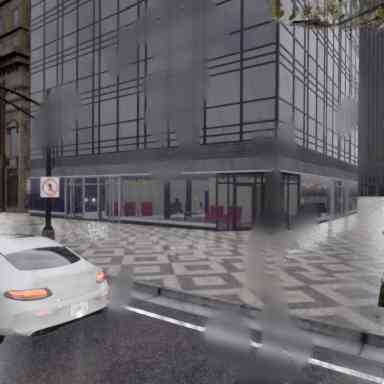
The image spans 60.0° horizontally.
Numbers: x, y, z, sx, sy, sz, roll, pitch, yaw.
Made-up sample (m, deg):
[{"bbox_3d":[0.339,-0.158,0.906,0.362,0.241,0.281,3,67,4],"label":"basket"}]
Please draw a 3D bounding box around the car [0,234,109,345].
[{"bbox_3d":[-3.522,1.524,6.190,4.674,1.442,1.812,0,0,35],"label":"car"}]
